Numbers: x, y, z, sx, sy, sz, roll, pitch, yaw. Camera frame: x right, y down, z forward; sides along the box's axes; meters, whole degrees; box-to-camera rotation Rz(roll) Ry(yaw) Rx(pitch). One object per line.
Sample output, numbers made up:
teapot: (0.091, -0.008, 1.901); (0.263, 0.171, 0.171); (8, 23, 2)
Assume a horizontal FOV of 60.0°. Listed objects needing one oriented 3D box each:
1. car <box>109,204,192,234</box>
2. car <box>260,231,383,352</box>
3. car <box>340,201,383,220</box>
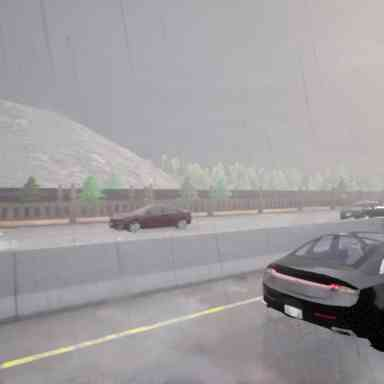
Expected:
car: (-2.324, 1.464, 19.496); (5.008, 1.535, 1.882); (0, 0, -35)
car: (3.420, 1.490, 6.148); (4.902, 1.511, 2.128); (0, 0, -35)
car: (13.779, 1.497, 26.600); (4.892, 1.490, 1.837); (0, 0, -35)
